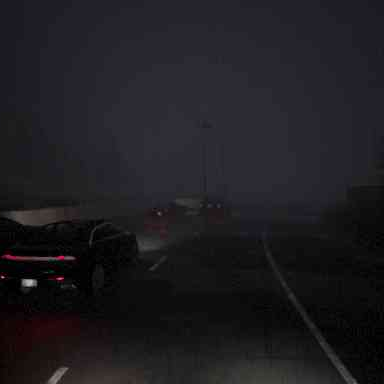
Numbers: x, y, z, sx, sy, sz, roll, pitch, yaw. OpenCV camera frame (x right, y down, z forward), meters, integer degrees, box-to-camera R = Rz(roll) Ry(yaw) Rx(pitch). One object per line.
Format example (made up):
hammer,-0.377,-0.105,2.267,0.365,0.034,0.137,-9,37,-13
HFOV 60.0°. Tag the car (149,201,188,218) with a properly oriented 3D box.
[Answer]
car,-1.931,1.467,28.909,1.895,1.301,4.718,0,0,18

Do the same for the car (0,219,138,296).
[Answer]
car,-2.766,1.447,8.549,2.128,1.511,4.902,0,0,5

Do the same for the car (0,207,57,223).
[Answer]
car,-6.144,1.419,9.811,1.882,1.535,5.008,0,0,6

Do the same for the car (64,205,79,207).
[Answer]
car,-10.455,1.214,25.281,2.097,1.767,4.553,0,0,15

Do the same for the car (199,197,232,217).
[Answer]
car,2.183,1.223,29.944,2.097,1.767,4.553,0,0,19

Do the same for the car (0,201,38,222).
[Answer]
car,-14.123,1.455,25.255,1.895,1.301,4.718,0,0,15
